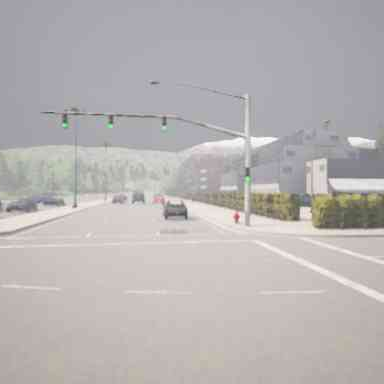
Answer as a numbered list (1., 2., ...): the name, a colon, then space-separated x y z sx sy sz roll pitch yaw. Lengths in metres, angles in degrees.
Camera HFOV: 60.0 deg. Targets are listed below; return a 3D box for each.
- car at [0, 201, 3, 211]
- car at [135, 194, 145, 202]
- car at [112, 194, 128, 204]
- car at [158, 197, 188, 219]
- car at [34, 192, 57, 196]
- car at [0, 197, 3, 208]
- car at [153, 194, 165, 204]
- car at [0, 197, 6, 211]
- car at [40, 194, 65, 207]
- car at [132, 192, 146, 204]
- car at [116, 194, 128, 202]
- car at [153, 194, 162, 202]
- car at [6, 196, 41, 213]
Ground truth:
1. car: -16.336 1.388 25.057 1.812 1.442 4.674 0 0 -8
2. car: -10.603 1.118 67.868 1.882 1.535 5.008 0 0 -8
3. car: -12.679 1.316 57.188 2.033 1.411 5.357 0 0 -8
4. car: -1.441 1.396 27.489 2.128 1.511 4.902 0 0 -8
5. car: -24.103 0.957 55.827 2.150 2.045 5.566 0 0 -8
6. car: -25.686 1.324 41.334 2.033 1.411 5.357 0 0 -8
7. car: -5.779 1.139 58.404 2.097 1.767 4.553 0 0 -8
8. car: -21.175 1.321 34.199 1.837 1.490 4.892 0 0 -8
9. car: -19.440 1.379 47.035 1.895 1.301 4.718 0 0 -8
10. car: -9.158 1.001 57.277 2.150 2.045 5.566 0 0 -8
11. car: -14.071 1.170 67.394 2.033 1.411 5.357 0 0 -8
12. car: -7.135 1.150 68.344 1.837 1.490 4.892 0 0 -8
13. car: -17.725 1.388 34.791 1.994 1.385 4.181 0 0 -8
